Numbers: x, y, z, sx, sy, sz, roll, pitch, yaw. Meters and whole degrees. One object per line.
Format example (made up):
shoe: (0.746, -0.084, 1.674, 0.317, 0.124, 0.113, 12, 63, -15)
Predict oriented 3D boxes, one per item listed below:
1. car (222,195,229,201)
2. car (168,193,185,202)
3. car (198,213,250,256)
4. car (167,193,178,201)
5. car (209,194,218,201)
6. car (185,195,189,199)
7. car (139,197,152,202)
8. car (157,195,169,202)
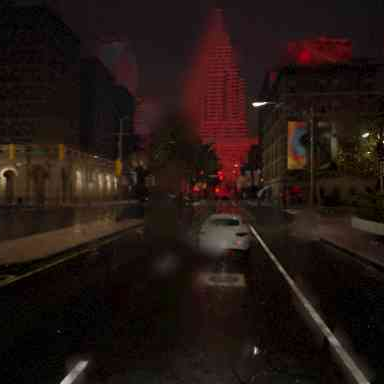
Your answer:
car: (9.449, 1.746, 94.017, 1.837, 1.490, 4.892, 0, 0, 6)
car: (-3.590, 1.691, 79.476, 2.033, 1.411, 5.357, 0, 0, 6)
car: (1.298, 1.562, 13.203, 1.812, 1.442, 4.674, 0, 0, 6)
car: (-5.496, 1.396, 95.303, 2.150, 2.045, 5.566, 0, 0, 6)
car: (5.972, 1.453, 94.402, 2.150, 2.045, 5.566, 0, 0, 6)
car: (-2.012, 1.666, 94.980, 1.882, 1.535, 5.008, 0, 0, 6)
car: (-10.692, 1.701, 76.350, 1.895, 1.301, 4.718, 0, 0, 6)
car: (-7.072, 1.633, 79.823, 1.837, 1.490, 4.892, 0, 0, 6)
